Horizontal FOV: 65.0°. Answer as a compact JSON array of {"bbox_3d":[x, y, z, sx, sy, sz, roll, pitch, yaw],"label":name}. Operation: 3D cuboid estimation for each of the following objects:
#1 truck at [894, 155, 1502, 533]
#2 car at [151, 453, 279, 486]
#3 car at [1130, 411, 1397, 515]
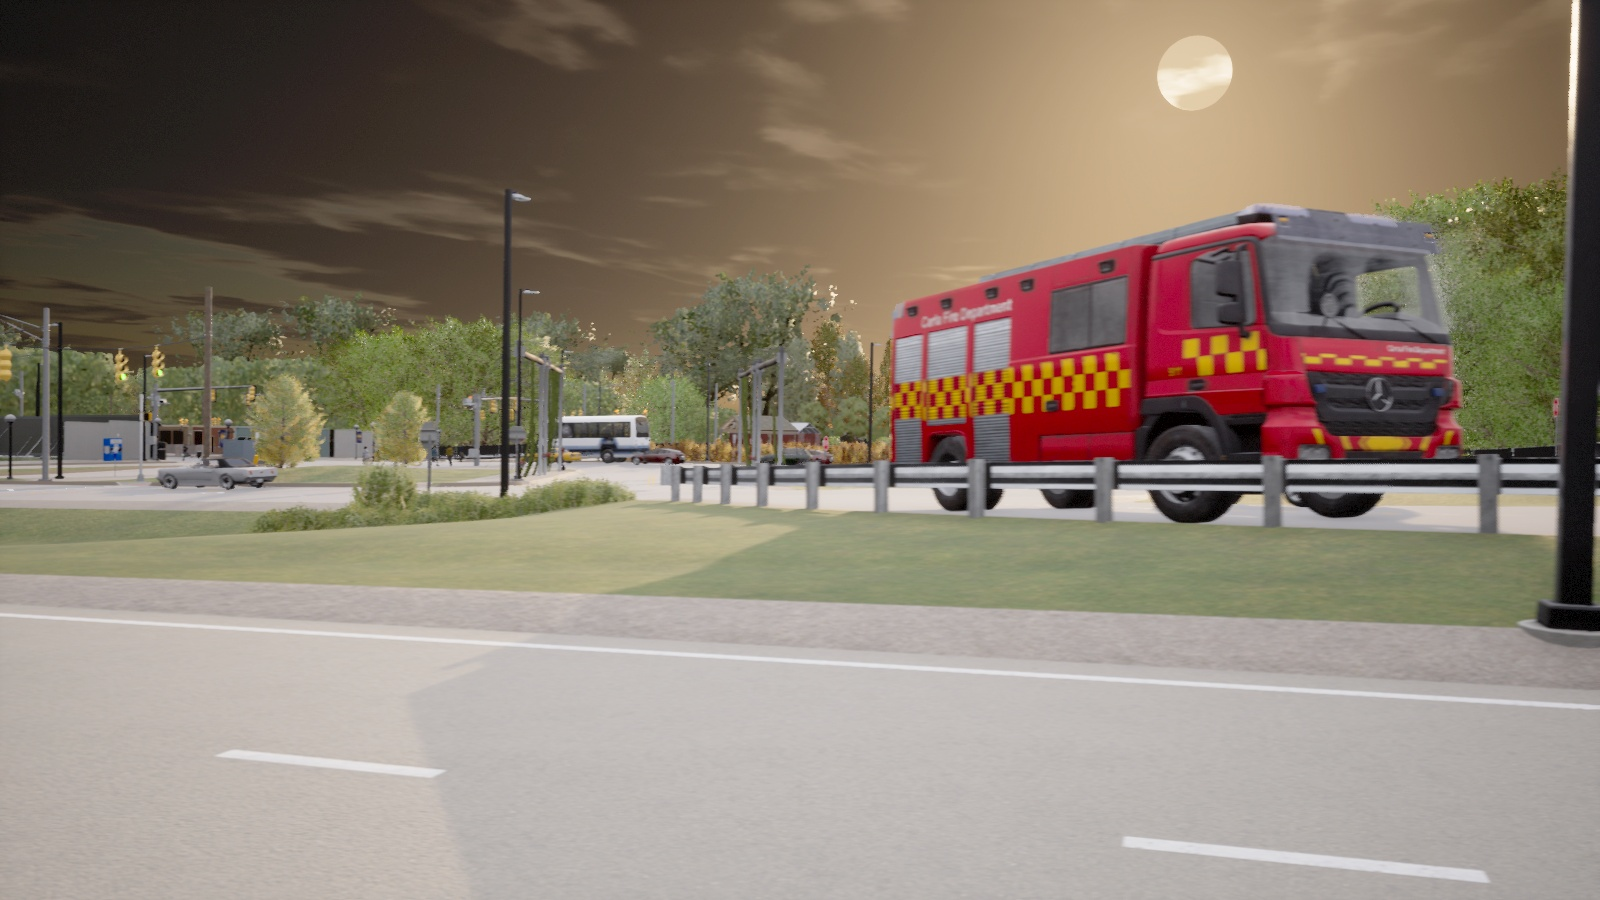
[{"bbox_3d":[4.641,-0.995,17.130,2.891,3.827,8.468,1,-1,-25],"label":"truck"},{"bbox_3d":[-24.109,0.779,51.768,4.718,1.301,1.895,0,1,18],"label":"car"},{"bbox_3d":[7.337,0.239,20.176,1.845,1.501,3.633,1,-2,-32],"label":"car"}]
